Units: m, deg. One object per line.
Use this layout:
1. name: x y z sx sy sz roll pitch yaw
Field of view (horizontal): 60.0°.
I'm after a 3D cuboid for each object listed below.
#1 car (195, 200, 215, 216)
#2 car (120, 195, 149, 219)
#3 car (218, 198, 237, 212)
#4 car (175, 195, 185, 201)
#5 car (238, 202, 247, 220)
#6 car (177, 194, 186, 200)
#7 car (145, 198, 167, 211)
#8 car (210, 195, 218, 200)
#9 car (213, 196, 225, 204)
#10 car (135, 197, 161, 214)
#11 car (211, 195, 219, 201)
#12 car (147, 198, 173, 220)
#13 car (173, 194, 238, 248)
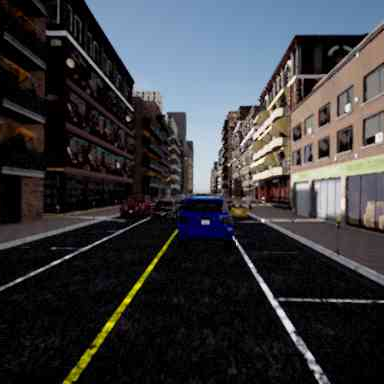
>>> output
1. car: 1.296 1.552 33.495 1.895 1.301 4.718 1 0 2
2. car: -4.681 1.204 28.503 2.192 1.841 5.009 1 0 2
3. car: 4.115 1.518 39.446 1.887 1.381 4.507 1 0 2
4. car: -2.764 1.358 79.192 2.008 1.369 4.403 1 0 2
5. car: 3.695 1.516 28.352 1.752 1.417 4.829 1 0 2
6. car: -2.551 1.349 84.825 2.008 1.369 4.403 1 0 2
7. car: -4.258 1.416 39.768 1.887 1.381 4.507 1 0 2
8. car: 6.037 1.456 90.136 1.947 1.339 4.313 1 0 2
9. car: 4.970 1.488 61.975 2.008 1.369 4.403 1 0 2
10. car: -4.470 1.320 34.134 1.967 1.590 4.097 1 0 2
11. car: 5.831 1.425 84.673 1.752 1.417 4.829 1 0 2
12. car: -2.139 1.427 26.980 1.837 1.490 4.892 1 0 2
13. car: 0.592 1.201 14.780 2.150 2.045 5.566 1 0 2
